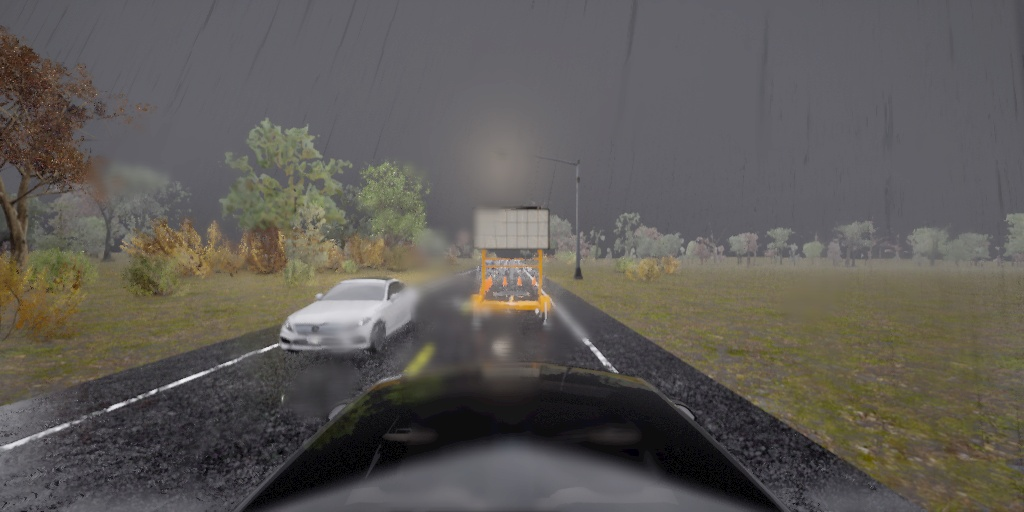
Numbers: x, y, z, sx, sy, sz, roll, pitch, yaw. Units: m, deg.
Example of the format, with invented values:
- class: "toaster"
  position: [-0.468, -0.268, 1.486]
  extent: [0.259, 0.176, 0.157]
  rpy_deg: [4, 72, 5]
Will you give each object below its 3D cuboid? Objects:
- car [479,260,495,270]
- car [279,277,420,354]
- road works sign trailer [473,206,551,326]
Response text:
- class: "car"
  position: [-3.569, 1.265, 51.857]
  extent: [1.812, 1.442, 4.674]
  rpy_deg: [0, 0, 0]
- class: "car"
  position: [-3.598, 1.271, 8.896]
  extent: [1.812, 1.442, 4.674]
  rpy_deg: [0, 0, 0]
- class: "road works sign trailer"
  position: [0.003, 0.208, 11.622]
  extent: [2.380, 3.560, 2.880]
  rpy_deg: [0, 0, 0]
